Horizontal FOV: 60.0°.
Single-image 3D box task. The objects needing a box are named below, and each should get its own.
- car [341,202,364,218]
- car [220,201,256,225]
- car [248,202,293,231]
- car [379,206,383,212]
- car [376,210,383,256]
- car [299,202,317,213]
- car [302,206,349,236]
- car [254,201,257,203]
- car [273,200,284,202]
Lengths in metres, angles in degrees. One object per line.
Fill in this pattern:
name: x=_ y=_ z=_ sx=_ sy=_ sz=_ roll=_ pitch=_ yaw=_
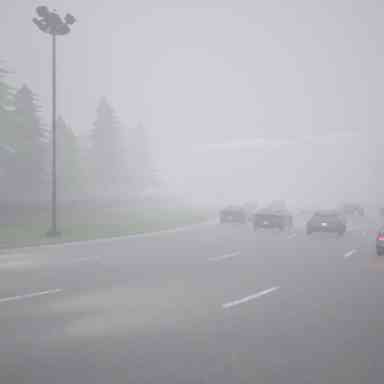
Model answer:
car: x=16.363 y=1.814 z=34.478 sx=1.837 sy=1.490 sz=4.892 roll=0 pitch=-1 yaw=13
car: x=3.657 y=1.782 z=27.092 sx=1.882 sy=1.535 sz=5.008 roll=0 pitch=0 yaw=20
car: x=5.535 y=1.714 z=22.438 sx=1.882 sy=1.535 sz=5.008 roll=0 pitch=0 yaw=25
car: x=19.393 y=1.733 z=31.561 sx=1.882 sy=1.535 sz=5.008 roll=0 pitch=-1 yaw=12
car: x=8.429 y=1.652 z=13.004 sx=2.033 sy=1.411 sz=5.357 roll=-1 pitch=-1 yaw=35
car: x=14.070 y=1.918 z=40.104 sx=1.812 sy=1.442 sz=4.674 roll=-1 pitch=-1 yaw=13
car: x=8.174 y=1.756 z=20.085 sx=1.994 sy=1.385 sz=4.181 roll=-1 pitch=-1 yaw=27
car: x=8.432 y=2.003 z=47.017 sx=2.128 sy=1.511 sz=4.902 roll=-1 pitch=-1 yaw=12
car: x=11.124 y=1.799 z=42.998 sx=2.097 sy=1.767 sz=4.553 roll=-1 pitch=-1 yaw=13
